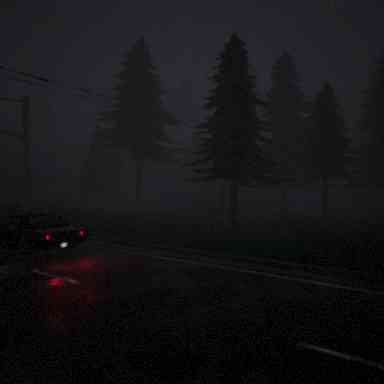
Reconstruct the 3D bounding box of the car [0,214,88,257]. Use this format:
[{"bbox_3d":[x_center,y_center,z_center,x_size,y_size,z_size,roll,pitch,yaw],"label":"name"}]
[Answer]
[{"bbox_3d":[-6.159,1.469,12.458,4.718,1.301,1.895,1,0,34],"label":"car"}]
